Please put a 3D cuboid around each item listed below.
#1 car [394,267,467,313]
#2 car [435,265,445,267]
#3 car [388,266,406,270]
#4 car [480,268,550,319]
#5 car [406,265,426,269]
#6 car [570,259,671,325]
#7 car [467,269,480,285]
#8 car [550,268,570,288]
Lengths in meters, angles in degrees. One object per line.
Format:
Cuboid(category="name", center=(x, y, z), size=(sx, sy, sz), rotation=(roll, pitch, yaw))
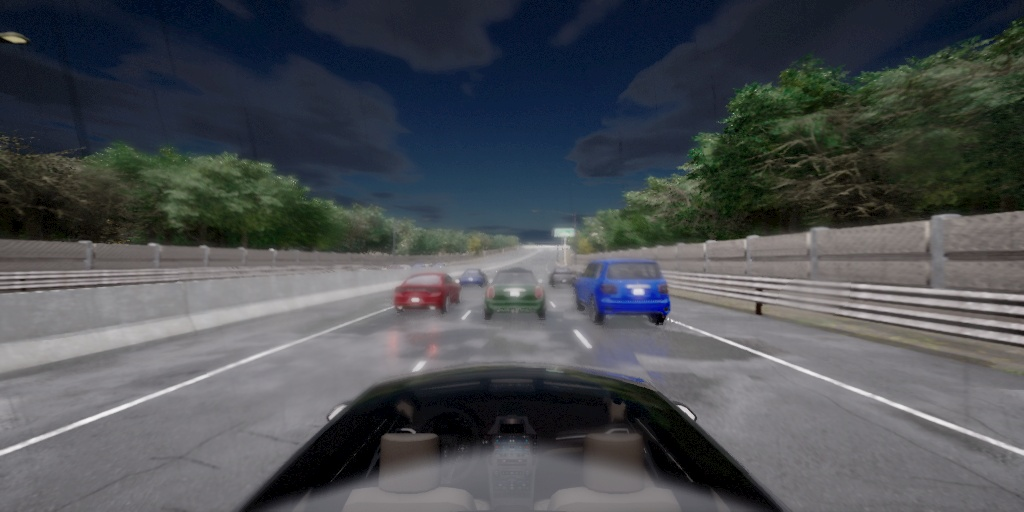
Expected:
Cuboid(category="car", center=(-3.341, 1.423, 15.058), size=(1.882, 1.535, 5.008), rotation=(0, -1, 1))
Cuboid(category="car", center=(-12.439, 2.196, 61.130), size=(1.882, 1.535, 5.008), rotation=(0, -1, 4))
Cuboid(category="car", center=(-19.428, 2.315, 61.298), size=(1.895, 1.301, 4.718), rotation=(0, -1, 4))
Cuboid(category="car", center=(0.136, 1.278, 13.757), size=(2.097, 1.767, 4.553), rotation=(0, -1, 1))
Cuboid(category="car", center=(-15.938, 2.193, 61.167), size=(1.882, 1.535, 5.008), rotation=(0, -1, 4))
Cuboid(category="car", center=(3.611, 1.133, 12.705), size=(2.150, 2.045, 5.566), rotation=(0, -1, 1))
Cuboid(category="car", center=(-3.074, 1.749, 29.182), size=(1.994, 1.385, 4.181), rotation=(0, -1, 2))
Cuboid(category="car", center=(3.912, 1.671, 28.669), size=(2.128, 1.511, 4.902), rotation=(0, -1, 2))
